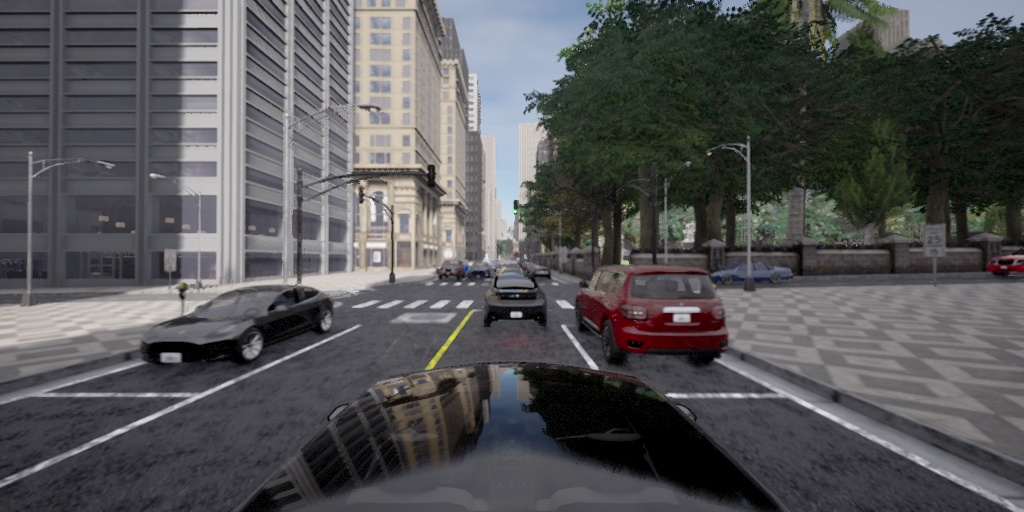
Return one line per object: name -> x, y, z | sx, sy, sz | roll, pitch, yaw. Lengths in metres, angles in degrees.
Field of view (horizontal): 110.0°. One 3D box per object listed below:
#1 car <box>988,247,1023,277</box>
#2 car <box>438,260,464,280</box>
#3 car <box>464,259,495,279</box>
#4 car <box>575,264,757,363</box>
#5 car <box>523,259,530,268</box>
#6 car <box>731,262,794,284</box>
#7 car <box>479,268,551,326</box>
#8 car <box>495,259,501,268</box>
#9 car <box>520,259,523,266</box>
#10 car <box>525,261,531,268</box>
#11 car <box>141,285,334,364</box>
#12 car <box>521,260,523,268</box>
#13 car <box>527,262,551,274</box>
car -> 34.549, 0.326, 23.164 | 5.566, 2.045, 2.150 | -1, 0, 0
car -> -5.757, 1.268, 34.796 | 2.192, 1.841, 5.009 | 0, 0, 0
car -> -3.090, 1.308, 35.067 | 2.097, 1.767, 4.553 | 0, 0, 0
car -> 2.764, 1.109, 8.217 | 2.192, 1.841, 5.009 | 0, 0, 0
car -> 2.770, 1.453, 45.616 | 1.967, 1.591, 4.097 | 0, 0, 0
car -> 15.095, 1.080, 23.260 | 5.357, 1.411, 2.033 | -1, 0, 0
car -> 0.041, 1.324, 11.994 | 1.837, 1.490, 4.892 | 0, 0, -2
car -> -3.082, 1.531, 50.564 | 2.128, 1.511, 4.902 | 0, 0, 0
car -> 2.772, 1.641, 61.877 | 1.888, 1.381, 4.507 | 0, 0, 0
car -> 2.769, 1.566, 40.196 | 1.802, 1.307, 4.207 | 0, 0, 0
car -> -5.762, 1.360, 8.236 | 1.948, 1.339, 4.313 | 0, 0, 0
car -> 2.772, 1.652, 56.457 | 1.802, 1.307, 4.207 | 0, 0, 0
car -> 2.768, 1.519, 34.775 | 1.948, 1.339, 4.313 | 0, 0, 0
